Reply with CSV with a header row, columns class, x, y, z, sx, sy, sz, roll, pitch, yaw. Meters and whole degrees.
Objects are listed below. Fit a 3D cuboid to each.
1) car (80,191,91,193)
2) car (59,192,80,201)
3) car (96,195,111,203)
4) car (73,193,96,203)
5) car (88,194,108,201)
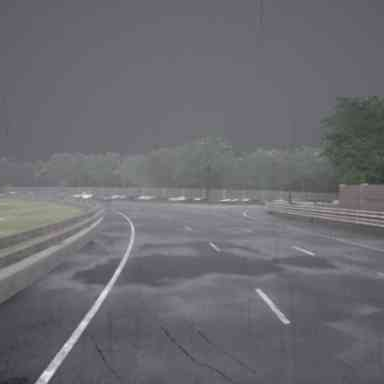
class,x,y,z,sx,sy,sz,roll,pitch,yaw
car,-23.654,0.909,71.969,2.150,2.045,5.566,1,0,-45
car,-26.235,1.164,69.600,2.033,1.411,5.357,1,0,-45
car,-17.151,1.356,63.961,2.128,1.511,4.902,1,0,-36
car,-20.061,1.383,62.013,1.895,1.301,4.718,1,0,-36
car,-21.043,1.284,74.293,2.033,1.411,5.357,1,0,-45
